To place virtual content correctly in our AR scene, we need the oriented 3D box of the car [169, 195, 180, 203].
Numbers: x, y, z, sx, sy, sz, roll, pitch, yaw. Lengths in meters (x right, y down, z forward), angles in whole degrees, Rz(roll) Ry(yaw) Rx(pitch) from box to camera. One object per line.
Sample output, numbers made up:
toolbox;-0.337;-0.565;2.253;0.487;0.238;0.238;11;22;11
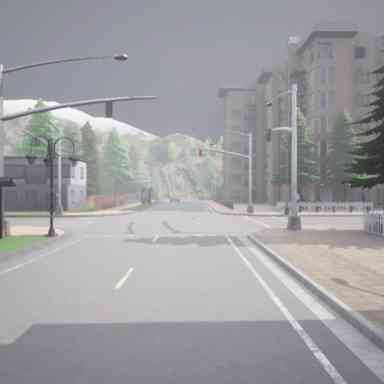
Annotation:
car;-3.500;1.448;68.281;1.812;1.442;4.674;0;0;0
